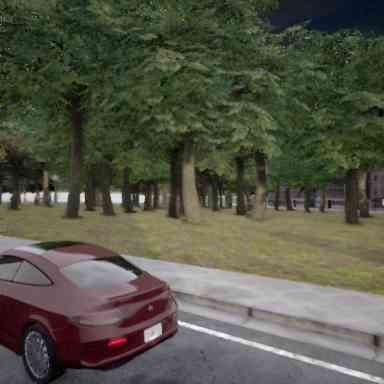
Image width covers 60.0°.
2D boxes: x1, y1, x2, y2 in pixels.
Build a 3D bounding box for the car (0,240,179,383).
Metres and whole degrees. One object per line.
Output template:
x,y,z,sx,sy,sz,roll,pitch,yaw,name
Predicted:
-2.341,1.532,5.360,4.674,1.442,1.812,0,0,36,car
